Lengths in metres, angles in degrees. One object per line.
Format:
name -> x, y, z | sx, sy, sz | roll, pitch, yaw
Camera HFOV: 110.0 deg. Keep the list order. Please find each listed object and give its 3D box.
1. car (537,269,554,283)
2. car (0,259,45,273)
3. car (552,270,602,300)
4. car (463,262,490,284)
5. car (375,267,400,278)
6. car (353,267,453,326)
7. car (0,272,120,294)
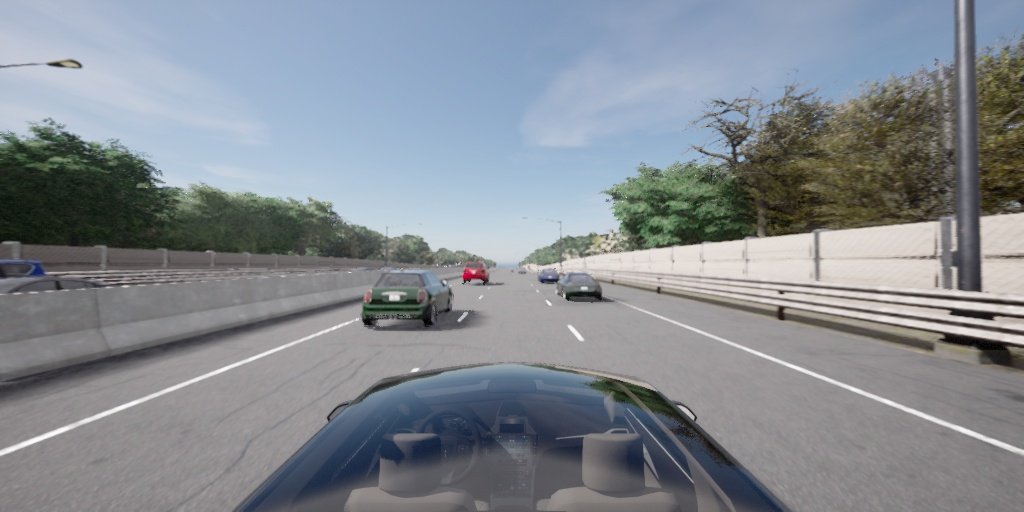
car -> 3.609, 1.981, 35.864 | 1.994, 1.385, 4.181 | 0, -1, 0
car -> -17.599, 1.101, 10.588 | 2.150, 2.045, 5.566 | 0, -1, 0
car -> 3.604, 1.611, 19.840 | 1.994, 1.385, 4.181 | 0, -1, 0
car -> -3.391, 1.600, 34.352 | 2.150, 2.045, 5.566 | 0, -1, 0
car -> -17.560, 2.287, 50.848 | 1.882, 1.535, 5.008 | 0, -2, 0
car -> -3.399, 1.264, 12.490 | 2.097, 1.767, 4.553 | 0, -1, 0
car -> -14.098, 1.353, 10.279 | 1.882, 1.535, 5.008 | 0, -1, 0
